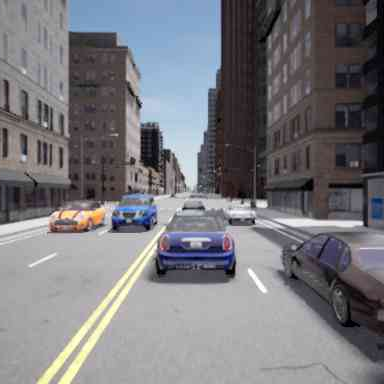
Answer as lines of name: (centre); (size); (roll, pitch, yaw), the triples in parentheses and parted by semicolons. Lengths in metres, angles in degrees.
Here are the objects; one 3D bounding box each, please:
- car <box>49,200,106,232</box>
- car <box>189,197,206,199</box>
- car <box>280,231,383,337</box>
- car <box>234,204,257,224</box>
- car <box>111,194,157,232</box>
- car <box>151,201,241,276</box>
car: (-6.575, 1.308, 19.542); (2.097, 1.767, 4.553); (0, 0, 0)
car: (0.128, 1.422, 26.602); (1.882, 1.535, 5.008); (0, 0, 0)
car: (3.352, 1.534, 6.871); (2.033, 1.411, 5.357); (0, 0, 0)
car: (3.374, 1.552, 24.283); (1.895, 1.301, 4.718); (0, 0, 0)
car: (-3.326, 1.177, 20.286); (2.150, 2.045, 5.566); (0, 0, 0)
car: (0.106, 1.330, 10.446); (2.097, 1.767, 4.553); (0, 0, 0)
